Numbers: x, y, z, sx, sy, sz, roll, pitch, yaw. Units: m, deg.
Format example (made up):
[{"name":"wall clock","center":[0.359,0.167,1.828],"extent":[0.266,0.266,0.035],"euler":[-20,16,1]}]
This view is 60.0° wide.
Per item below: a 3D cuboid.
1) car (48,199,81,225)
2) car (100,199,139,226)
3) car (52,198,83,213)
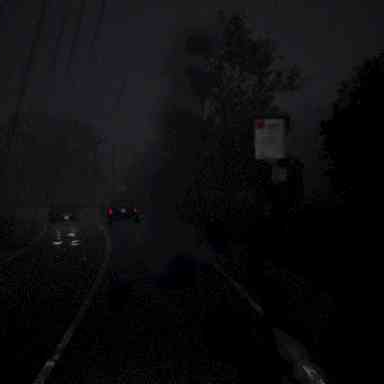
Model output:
[{"name":"car","center":[-9.748,1.536,25.195],"extent":[2.128,1.511,4.902],"euler":[-3,1,-26]},{"name":"car","center":[-5.168,1.238,23.219],"extent":[2.097,1.767,4.553],"euler":[-2,1,-22]},{"name":"car","center":[-14.658,1.553,39.076],"extent":[1.882,1.535,5.008],"euler":[-4,2,-39]}]
